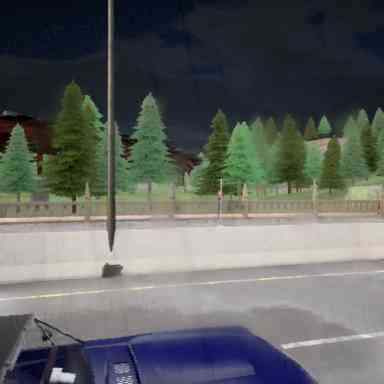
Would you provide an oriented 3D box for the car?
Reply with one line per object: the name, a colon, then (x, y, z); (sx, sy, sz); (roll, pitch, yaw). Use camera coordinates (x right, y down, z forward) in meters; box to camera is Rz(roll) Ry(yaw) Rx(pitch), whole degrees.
car: (-1.253, 1.601, 2.078); (4.718, 1.301, 1.895); (0, 0, -17)
